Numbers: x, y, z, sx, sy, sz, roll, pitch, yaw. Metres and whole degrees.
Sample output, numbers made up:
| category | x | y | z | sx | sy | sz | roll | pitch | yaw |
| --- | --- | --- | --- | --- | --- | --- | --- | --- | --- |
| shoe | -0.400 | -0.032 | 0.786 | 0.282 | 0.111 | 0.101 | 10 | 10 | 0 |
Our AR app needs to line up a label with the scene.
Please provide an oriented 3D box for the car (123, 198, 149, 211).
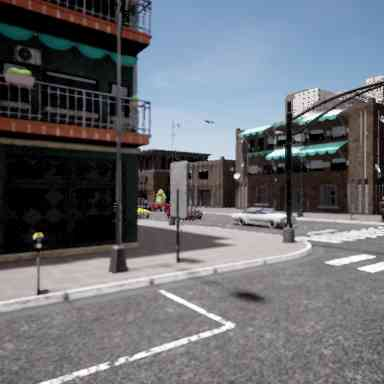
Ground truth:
| category | x | y | z | sx | sy | sz | roll | pitch | yaw |
| --- | --- | --- | --- | --- | --- | --- | --- | --- | --- |
| car | -8.987 | 1.914 | 53.187 | 2.192 | 1.841 | 5.009 | -1 | 0 | -36 |

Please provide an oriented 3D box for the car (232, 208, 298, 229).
| category | x | y | z | sx | sy | sz | roll | pitch | yaw |
| --- | --- | --- | --- | --- | --- | --- | --- | --- | --- |
| car | 5.084 | 1.792 | 23.543 | 1.895 | 1.301 | 4.718 | 0 | -1 | -36 |

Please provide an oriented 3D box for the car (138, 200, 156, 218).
| category | x | y | z | sx | sy | sz | roll | pitch | yaw |
| --- | --- | --- | --- | --- | --- | --- | --- | --- | --- |
| car | -5.882 | 1.887 | 34.298 | 1.752 | 1.417 | 4.829 | -1 | 0 | -36 |

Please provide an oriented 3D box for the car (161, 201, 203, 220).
| category | x | y | z | sx | sy | sz | roll | pitch | yaw |
| --- | --- | --- | --- | --- | --- | --- | --- | --- | --- |
| car | -0.767 | 1.875 | 31.722 | 1.994 | 1.385 | 4.181 | 0 | -1 | -36 |

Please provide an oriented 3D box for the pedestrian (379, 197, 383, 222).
| category | x | y | z | sx | sy | sz | roll | pitch | yaw |
| --- | --- | --- | --- | --- | --- | --- | --- | --- | --- |
| pedestrian | 14.552 | 1.316 | 25.320 | 0.375 | 1.860 | 0.375 | -1 | 0 | -36 |

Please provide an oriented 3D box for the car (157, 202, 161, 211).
| category | x | y | z | sx | sy | sz | roll | pitch | yaw |
| --- | --- | --- | --- | --- | --- | --- | --- | --- | --- |
| car | -2.369 | 1.902 | 43.961 | 1.967 | 1.590 | 4.097 | -1 | 0 | -36 |

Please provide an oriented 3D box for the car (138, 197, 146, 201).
| category | x | y | z | sx | sy | sz | roll | pitch | yaw |
| --- | --- | --- | --- | --- | --- | --- | --- | --- | --- |
| car | -6.917 | 1.660 | 40.375 | 2.150 | 2.045 | 5.566 | 0 | -1 | -35 |
